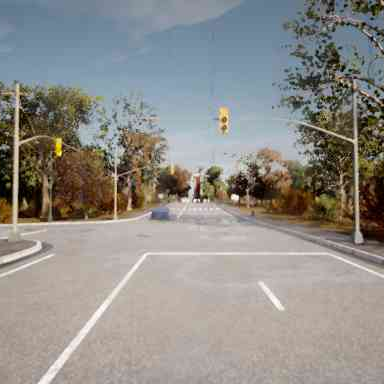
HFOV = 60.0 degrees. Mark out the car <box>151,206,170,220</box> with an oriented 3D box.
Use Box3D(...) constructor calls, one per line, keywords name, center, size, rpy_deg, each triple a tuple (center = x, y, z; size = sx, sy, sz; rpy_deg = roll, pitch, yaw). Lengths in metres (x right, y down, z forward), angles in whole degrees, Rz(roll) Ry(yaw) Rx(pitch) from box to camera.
Box3D(name="car", center=(-3.509, 2.367, 37.578), size=(1.882, 1.535, 5.008), rpy_deg=(0, 0, 0))
